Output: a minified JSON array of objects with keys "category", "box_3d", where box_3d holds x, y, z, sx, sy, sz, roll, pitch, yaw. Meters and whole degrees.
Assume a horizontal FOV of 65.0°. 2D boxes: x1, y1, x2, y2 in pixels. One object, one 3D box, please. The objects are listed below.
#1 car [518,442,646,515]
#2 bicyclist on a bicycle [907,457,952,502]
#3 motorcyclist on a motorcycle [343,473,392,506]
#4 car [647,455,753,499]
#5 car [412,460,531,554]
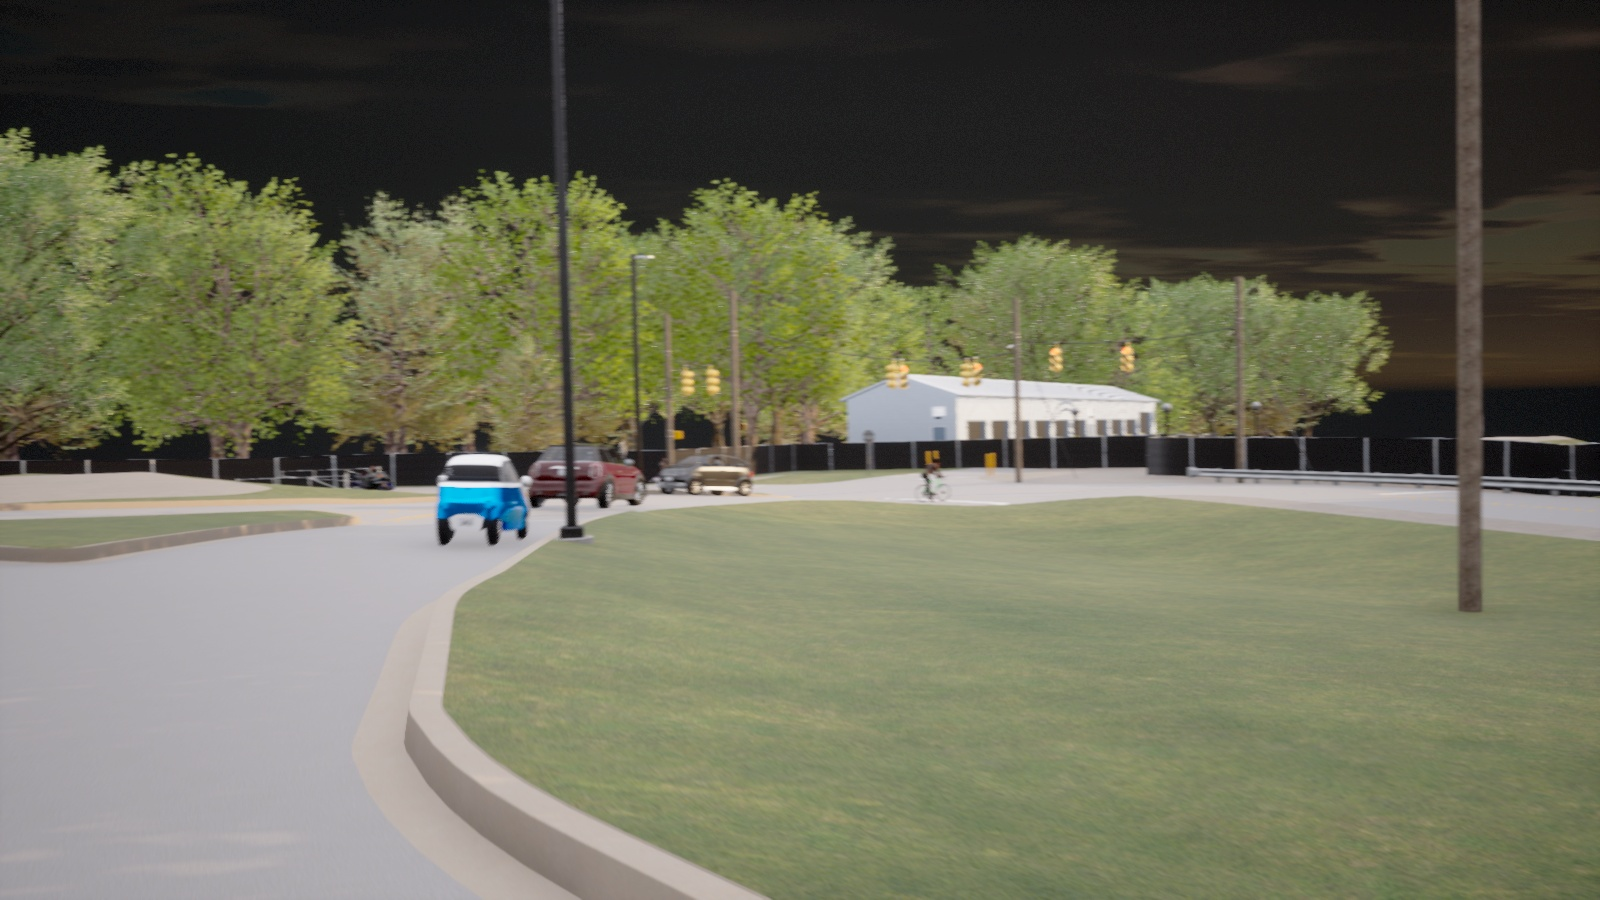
[{"category":"car","box_3d":[-5.715,0.759,33.527,2.097,1.767,4.553,-1,-1,7]},{"category":"bicyclist on a bicycle","box_3d":[4.891,1.097,47.371,1.656,1.620,0.582,-3,2,-32]},{"category":"motorcyclist on a motorcycle","box_3d":[-22.183,2.017,64.437,2.191,1.530,0.866,-2,2,-7]},{"category":"car","box_3d":[-3.669,1.022,46.588,1.789,1.549,3.705,-2,-3,42]},{"category":"car","box_3d":[-5.127,0.853,19.796,1.481,1.376,2.207,0,0,-5]}]
